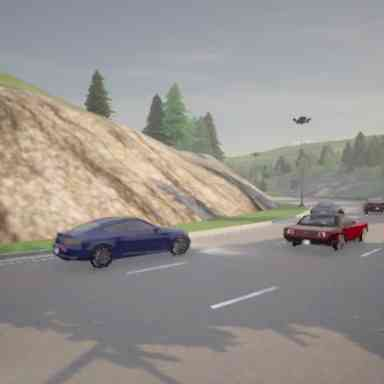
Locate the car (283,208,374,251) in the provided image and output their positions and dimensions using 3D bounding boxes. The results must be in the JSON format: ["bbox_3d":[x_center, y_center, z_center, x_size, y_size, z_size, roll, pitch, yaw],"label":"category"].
[{"bbox_3d":[5.751,1.546,13.884,1.895,1.301,4.718,0,0,43],"label":"car"}]

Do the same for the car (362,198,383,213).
[{"bbox_3d":[17.837,1.322,32.485,1.882,1.535,5.008,0,0,24],"label":"car"}]

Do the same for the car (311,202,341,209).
[{"bbox_3d":[10.561,1.461,26.053,1.994,1.385,4.181,0,0,32],"label":"car"}]

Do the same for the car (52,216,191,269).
[{"bbox_3d":[-2.180,1.520,11.179,4.674,1.442,1.812,0,0,-39],"label":"car"}]
